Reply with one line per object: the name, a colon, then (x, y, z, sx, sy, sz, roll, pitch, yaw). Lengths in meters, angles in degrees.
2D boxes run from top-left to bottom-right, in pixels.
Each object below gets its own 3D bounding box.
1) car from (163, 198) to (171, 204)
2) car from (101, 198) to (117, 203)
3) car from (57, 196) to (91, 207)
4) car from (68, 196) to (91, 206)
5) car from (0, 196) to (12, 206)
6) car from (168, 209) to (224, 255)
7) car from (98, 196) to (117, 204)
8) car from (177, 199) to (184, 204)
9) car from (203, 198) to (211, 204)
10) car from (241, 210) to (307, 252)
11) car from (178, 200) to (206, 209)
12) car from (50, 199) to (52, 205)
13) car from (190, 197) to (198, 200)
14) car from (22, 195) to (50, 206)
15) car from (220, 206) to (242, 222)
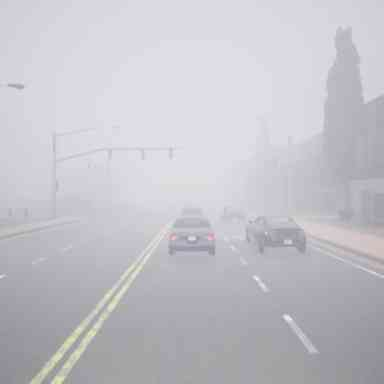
car: (-6.505, 2.348, 87.123, 2.128, 1.511, 4.902, 0, -1, 2)
car: (-21.431, 2.209, 86.016, 3.806, 1.475, 1.970, 0, -1, 0)
car: (-21.474, 1.727, 60.607, 4.605, 1.855, 1.932, 0, -1, 0)
car: (-21.418, 1.757, 63.501, 3.866, 1.878, 1.905, 0, -1, 0)
car: (-38.883, 2.022, 66.214, 3.806, 1.475, 1.970, 0, -1, 0)
car: (0.000, 1.681, 13.995, 2.033, 1.411, 5.357, 0, -1, 0)
car: (-21.443, 1.943, 83.123, 3.866, 1.878, 1.905, 0, -1, 0)
car: (-3.007, 2.416, 87.000, 1.895, 1.301, 4.718, 0, -1, 2)
car: (4.045, 2.387, 88.873, 1.994, 1.385, 4.181, 0, -1, 2)
car: (3.503, 1.663, 14.377, 1.812, 1.442, 4.674, 0, 0, 0)
car: (-0.019, 1.758, 29.495, 1.882, 1.535, 5.008, 0, 0, 0)
car: (-38.898, 2.178, 86.007, 3.905, 1.438, 1.784, 0, -1, 0)
car: (0.538, 2.359, 88.650, 1.812, 1.442, 4.674, 0, -1, 2)
car: (-38.963, 1.940, 83.113, 4.605, 1.855, 1.932, 0, -1, 0)
car: (3.494, 1.877, 29.152, 1.895, 1.301, 4.718, 0, -1, 0)
